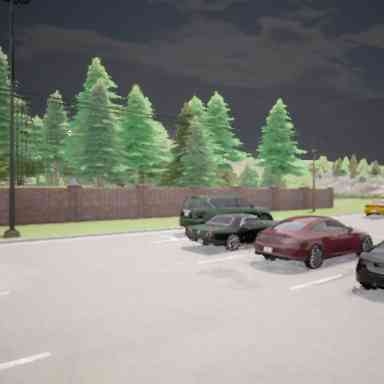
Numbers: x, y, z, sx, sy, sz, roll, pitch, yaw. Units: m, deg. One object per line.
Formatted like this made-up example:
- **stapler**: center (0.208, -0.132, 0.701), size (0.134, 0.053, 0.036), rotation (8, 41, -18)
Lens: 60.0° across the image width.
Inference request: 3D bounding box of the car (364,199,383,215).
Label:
- **car**: center (16.853, 1.375, 28.787), size (5.008, 1.535, 1.882), rotation (0, 0, -37)

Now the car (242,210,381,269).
- **car**: center (4.065, 1.494, 10.962), size (4.674, 1.442, 1.812), rotation (0, 0, -36)

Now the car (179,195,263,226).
- **car**: center (1.913, 1.182, 18.009), size (5.566, 2.045, 2.150), rotation (0, 0, -36)

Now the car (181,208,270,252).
- **car**: center (2.124, 1.569, 13.860), size (4.718, 1.301, 1.895), rotation (0, 0, -36)

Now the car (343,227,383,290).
- **car**: center (5.711, 1.534, 7.821), size (4.181, 1.385, 1.994), rotation (0, 0, -36)
